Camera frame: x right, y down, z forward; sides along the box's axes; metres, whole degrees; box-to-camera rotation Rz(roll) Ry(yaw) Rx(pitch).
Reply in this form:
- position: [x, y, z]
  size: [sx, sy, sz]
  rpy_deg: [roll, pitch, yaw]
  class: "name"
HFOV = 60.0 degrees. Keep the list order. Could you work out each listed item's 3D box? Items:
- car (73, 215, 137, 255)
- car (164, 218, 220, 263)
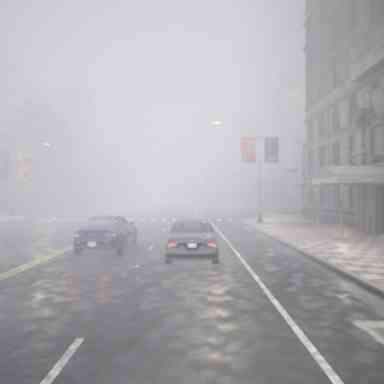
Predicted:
- position: [-3.489, 1.668, 13.906]
  size: [1.812, 1.442, 4.674]
  rpy_deg: [0, 0, 0]
  class: "car"
- position: [0.005, 1.676, 12.522]
  size: [2.033, 1.411, 5.357]
  rpy_deg: [0, -1, 0]
  class: "car"
